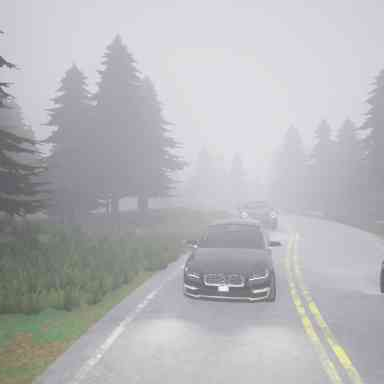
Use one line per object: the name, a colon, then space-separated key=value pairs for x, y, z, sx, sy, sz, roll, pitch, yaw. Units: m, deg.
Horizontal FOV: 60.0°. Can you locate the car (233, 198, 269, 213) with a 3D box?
car: x=6.208 y=1.410 z=35.736 sx=1.837 sy=1.490 sz=4.892 roll=2 pitch=-1 yaw=-16

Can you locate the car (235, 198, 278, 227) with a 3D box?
car: x=3.879 y=1.270 z=20.367 sx=2.097 sy=1.767 sz=4.553 roll=-1 pitch=0 yaw=5

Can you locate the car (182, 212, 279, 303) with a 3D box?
car: x=1.092 y=1.496 z=8.415 sx=1.837 sy=1.490 sz=4.892 roll=-1 pitch=0 yaw=12

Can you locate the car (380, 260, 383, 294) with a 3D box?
car: x=4.494 y=1.308 z=4.644 sx=2.097 sy=1.767 sz=4.553 roll=-1 pitch=0 yaw=8

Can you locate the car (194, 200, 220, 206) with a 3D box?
car: x=1.926 y=1.799 z=44.862 sx=1.812 sy=1.442 sz=4.674 roll=3 pitch=-5 yaw=-35
